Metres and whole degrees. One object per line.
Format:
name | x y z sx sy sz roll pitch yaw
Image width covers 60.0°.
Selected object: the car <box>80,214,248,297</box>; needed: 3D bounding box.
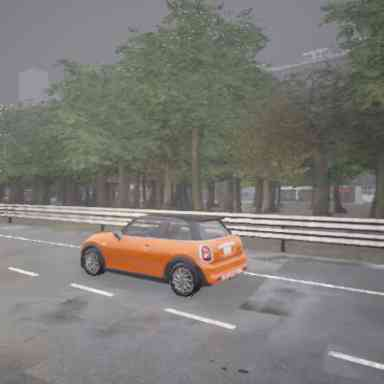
car | -0.919 1.358 8.826 4.553 1.767 2.097 0 0 36
